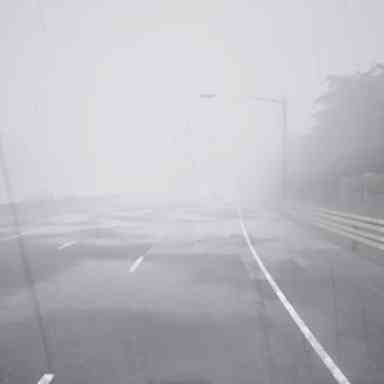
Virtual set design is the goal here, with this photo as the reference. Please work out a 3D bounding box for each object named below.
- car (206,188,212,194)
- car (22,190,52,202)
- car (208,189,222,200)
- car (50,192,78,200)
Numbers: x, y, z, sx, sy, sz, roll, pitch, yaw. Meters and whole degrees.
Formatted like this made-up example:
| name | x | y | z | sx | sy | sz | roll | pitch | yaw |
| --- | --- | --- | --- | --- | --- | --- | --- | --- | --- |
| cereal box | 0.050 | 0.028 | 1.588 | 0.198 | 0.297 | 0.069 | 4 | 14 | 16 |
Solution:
| name | x | y | z | sx | sy | sz | roll | pitch | yaw |
| --- | --- | --- | --- | --- | --- | --- | --- | --- | --- |
| car | 5.204 | 0.057 | 84.425 | 2.097 | 1.767 | 4.553 | 0 | 1 | 1 |
| car | -20.324 | 0.806 | 44.300 | 2.150 | 2.045 | 5.566 | 0 | 1 | 2 |
| car | 4.739 | 0.683 | 64.936 | 1.994 | 1.385 | 4.181 | 0 | 1 | 1 |
| car | -16.821 | 1.077 | 44.887 | 1.837 | 1.490 | 4.892 | 0 | 1 | 2 |
